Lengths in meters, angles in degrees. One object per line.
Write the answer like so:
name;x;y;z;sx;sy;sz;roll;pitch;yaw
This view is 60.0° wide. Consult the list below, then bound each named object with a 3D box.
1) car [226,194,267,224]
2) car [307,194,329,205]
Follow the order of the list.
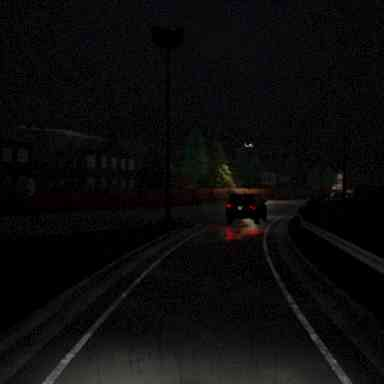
car;3.987;1.123;23.898;2.150;2.045;5.566;0;0;20
car;19.894;1.349;53.064;1.994;1.385;4.181;0;0;36
